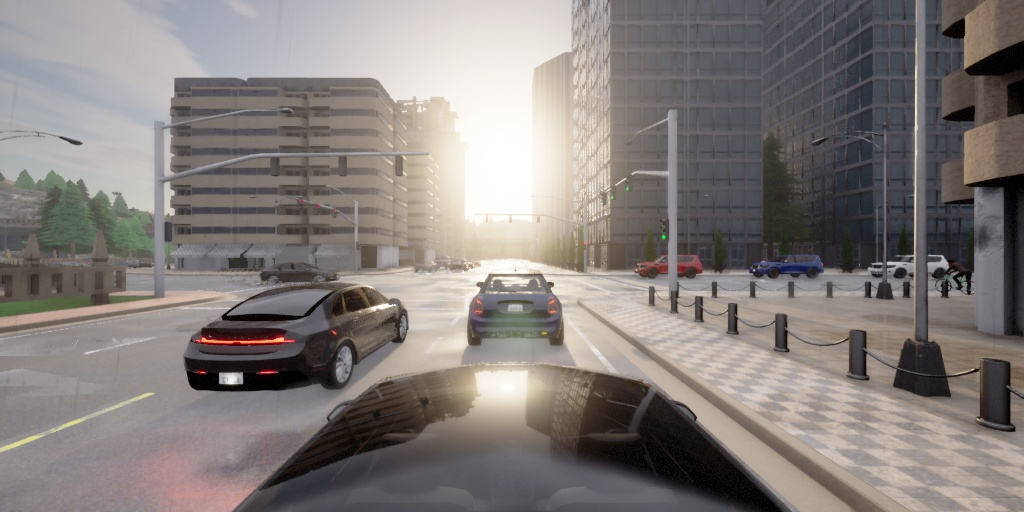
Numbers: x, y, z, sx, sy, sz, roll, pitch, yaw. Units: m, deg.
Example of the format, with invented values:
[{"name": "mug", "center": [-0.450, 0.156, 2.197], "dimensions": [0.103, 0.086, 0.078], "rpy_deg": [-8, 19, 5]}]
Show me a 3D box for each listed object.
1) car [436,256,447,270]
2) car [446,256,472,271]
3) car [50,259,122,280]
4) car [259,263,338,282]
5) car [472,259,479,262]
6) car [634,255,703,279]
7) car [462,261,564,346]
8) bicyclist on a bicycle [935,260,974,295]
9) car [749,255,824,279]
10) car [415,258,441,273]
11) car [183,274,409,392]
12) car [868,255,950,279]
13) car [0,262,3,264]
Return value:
[{"name": "car", "center": [-10.535, 0.971, 54.308], "dimensions": [2.150, 2.045, 5.566], "rpy_deg": [0, 0, 0]}, {"name": "car", "center": [-7.045, 1.102, 48.185], "dimensions": [2.097, 1.767, 4.553], "rpy_deg": [0, 0, 0]}, {"name": "car", "center": [-30.857, 1.201, 25.296], "dimensions": [4.892, 1.490, 1.837], "rpy_deg": [-1, 0, 8]}, {"name": "car", "center": [-14.831, 1.219, 25.182], "dimensions": [4.892, 1.490, 1.837], "rpy_deg": [0, 1, -8]}, {"name": "car", "center": [-7.021, 1.297, 57.656], "dimensions": [2.033, 1.411, 5.357], "rpy_deg": [0, 0, 0]}, {"name": "car", "center": [13.706, 0.917, 31.524], "dimensions": [5.566, 2.045, 2.150], "rpy_deg": [0, 0, 0]}, {"name": "car", "center": [0.090, 1.102, 9.591], "dimensions": [2.097, 1.767, 4.553], "rpy_deg": [0, 0, 0]}, {"name": "bicyclist on a bicycle", "center": [21.018, 0.996, 16.992], "dimensions": [0.582, 1.620, 1.656], "rpy_deg": [0, 0, 0]}, {"name": "car", "center": [24.026, 0.916, 31.455], "dimensions": [5.566, 2.045, 2.150], "rpy_deg": [0, 0, 1]}, {"name": "car", "center": [-10.590, 1.276, 44.602], "dimensions": [1.812, 1.442, 4.674], "rpy_deg": [0, 0, 1]}, {"name": "car", "center": [-3.427, 1.255, 6.819], "dimensions": [1.837, 1.490, 4.892], "rpy_deg": [0, 0, 0]}, {"name": "car", "center": [34.671, 0.916, 31.384], "dimensions": [5.566, 2.045, 2.150], "rpy_deg": [0, 0, 0]}, {"name": "car", "center": [-43.197, 1.295, 28.669], "dimensions": [4.718, 1.301, 1.895], "rpy_deg": [0, 0, 26]}]
